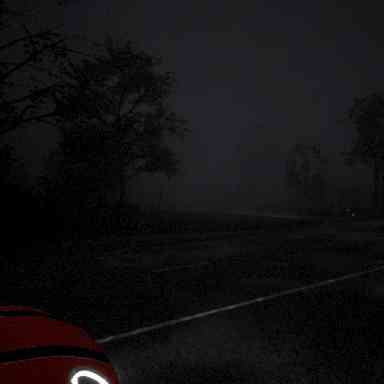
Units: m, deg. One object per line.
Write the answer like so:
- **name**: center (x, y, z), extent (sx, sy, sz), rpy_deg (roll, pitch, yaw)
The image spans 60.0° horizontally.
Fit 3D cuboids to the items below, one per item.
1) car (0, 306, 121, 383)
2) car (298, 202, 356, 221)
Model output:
- **car**: center (-2.644, 1.345, 1.835), extent (4.553, 1.767, 2.097), rpy_deg (0, 0, -36)
- **car**: center (11.360, 1.604, 28.355), extent (2.128, 1.511, 4.902), rpy_deg (0, 0, -36)
